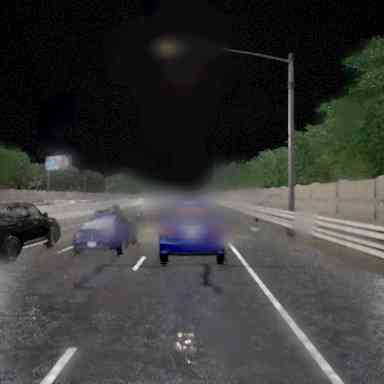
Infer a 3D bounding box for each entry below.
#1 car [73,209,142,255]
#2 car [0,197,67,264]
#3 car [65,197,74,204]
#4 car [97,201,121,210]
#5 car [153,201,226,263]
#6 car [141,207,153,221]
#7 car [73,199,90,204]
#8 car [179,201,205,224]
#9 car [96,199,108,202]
[{"bbox_3d":[-3.476,1.674,13.914,1.812,1.442,4.674,0,0,0],"label":"car"},{"bbox_3d":[-6.988,1.360,12.588,2.150,2.045,5.566,0,0,0],"label":"car"},{"bbox_3d":[-24.486,2.001,64.527,2.150,2.045,5.566,0,-1,0],"label":"car"},{"bbox_3d":[-6.977,1.822,28.503,1.837,1.490,4.892,0,0,0],"label":"car"},{"bbox_3d":[0.012,1.359,12.598,2.150,2.045,5.566,0,0,0],"label":"car"},{"bbox_3d":[-3.479,1.913,28.273,1.895,1.301,4.718,0,-1,0],"label":"car"},{"bbox_3d":[-20.987,2.333,64.629,1.994,1.385,4.181,0,-1,0],"label":"car"},{"bbox_3d":[0.024,1.665,28.452,2.097,1.767,4.553,0,-1,0],"label":"car"},{"bbox_3d":[-17.491,2.136,64.838,2.097,1.767,4.553,0,-1,0],"label":"car"}]
